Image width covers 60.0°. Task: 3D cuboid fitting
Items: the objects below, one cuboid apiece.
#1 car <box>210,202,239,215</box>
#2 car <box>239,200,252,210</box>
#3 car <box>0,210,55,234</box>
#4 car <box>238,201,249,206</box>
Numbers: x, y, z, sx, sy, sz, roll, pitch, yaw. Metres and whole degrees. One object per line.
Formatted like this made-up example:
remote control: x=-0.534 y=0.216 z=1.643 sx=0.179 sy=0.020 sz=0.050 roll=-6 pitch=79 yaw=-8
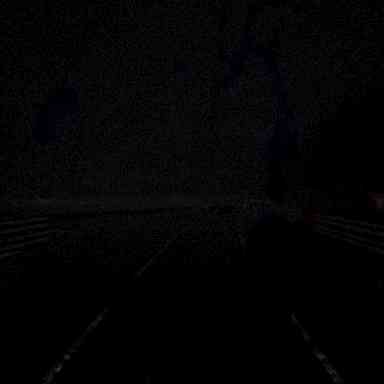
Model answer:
car: x=3.782 y=2.054 z=41.433 sx=2.128 sy=1.511 sz=4.902 roll=0 pitch=-1 yaw=23
car: x=9.723 y=2.421 z=59.636 sx=2.033 sy=1.411 sz=5.357 roll=0 pitch=-1 yaw=14
car: x=-10.189 y=1.658 z=17.623 sx=2.033 sy=1.411 sz=5.357 roll=0 pitch=-1 yaw=38
car: x=12.606 y=2.825 z=82.139 sx=1.895 sy=1.301 sz=4.718 roll=0 pitch=-1 yaw=-1
